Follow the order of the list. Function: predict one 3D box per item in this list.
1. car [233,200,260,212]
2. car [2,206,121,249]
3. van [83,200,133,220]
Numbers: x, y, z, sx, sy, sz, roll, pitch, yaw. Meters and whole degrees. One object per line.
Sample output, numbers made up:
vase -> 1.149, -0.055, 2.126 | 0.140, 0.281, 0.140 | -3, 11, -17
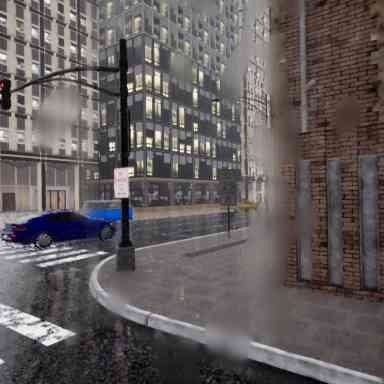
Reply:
car -> 6.812, 1.689, 41.400 | 1.752, 1.417, 4.829 | -2, -1, 36
car -> -5.556, 1.519, 14.386 | 1.812, 1.442, 4.674 | -1, -1, 41
van -> -6.020, 1.460, 23.488 | 1.690, 1.788, 3.998 | -2, -1, 36
